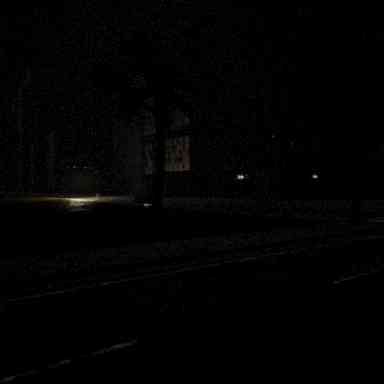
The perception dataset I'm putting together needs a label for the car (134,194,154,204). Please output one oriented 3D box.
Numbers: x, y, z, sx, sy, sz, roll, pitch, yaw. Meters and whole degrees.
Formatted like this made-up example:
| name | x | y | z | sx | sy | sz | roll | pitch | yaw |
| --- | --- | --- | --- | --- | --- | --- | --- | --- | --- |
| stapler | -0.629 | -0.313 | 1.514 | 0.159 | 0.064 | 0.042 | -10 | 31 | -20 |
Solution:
| name | x | y | z | sx | sy | sz | roll | pitch | yaw |
| --- | --- | --- | --- | --- | --- | --- | --- | --- | --- |
| car | -7.397 | 1.104 | 51.588 | 1.837 | 1.490 | 4.892 | -1 | 0 | -35 |
